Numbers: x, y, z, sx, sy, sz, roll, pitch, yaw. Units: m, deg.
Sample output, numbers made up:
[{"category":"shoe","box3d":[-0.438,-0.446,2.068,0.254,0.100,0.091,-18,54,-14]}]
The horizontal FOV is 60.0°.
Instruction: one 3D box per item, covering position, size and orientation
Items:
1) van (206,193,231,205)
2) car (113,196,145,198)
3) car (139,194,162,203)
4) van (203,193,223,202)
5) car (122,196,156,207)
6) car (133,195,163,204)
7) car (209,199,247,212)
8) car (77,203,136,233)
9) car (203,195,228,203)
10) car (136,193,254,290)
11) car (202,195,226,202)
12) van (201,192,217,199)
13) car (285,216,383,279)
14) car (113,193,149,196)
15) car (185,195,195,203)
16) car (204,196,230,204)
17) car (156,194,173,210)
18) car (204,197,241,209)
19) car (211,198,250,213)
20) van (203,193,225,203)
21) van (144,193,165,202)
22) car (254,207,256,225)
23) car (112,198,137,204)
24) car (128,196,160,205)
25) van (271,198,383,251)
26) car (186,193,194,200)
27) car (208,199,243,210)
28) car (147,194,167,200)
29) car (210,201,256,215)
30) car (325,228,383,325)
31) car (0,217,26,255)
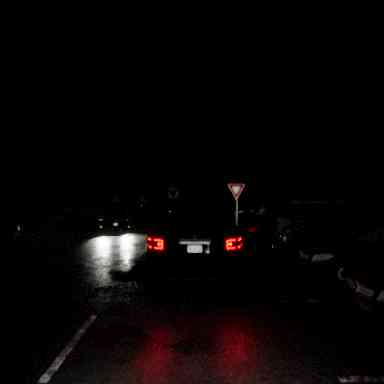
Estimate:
[{"category":"van","box3d":[4.733,1.241,60.295,4.442,1.987,1.878,0,1,0]},{"category":"car","box3d":[-8.411,1.715,43.527,5.008,1.535,2.097,0,1,0]},{"category":"car","box3d":[-8.455,1.252,68.501,4.553,1.767,2.185,0,0,0]},{"category":"van","box3d":[4.694,1.115,74.014,4.442,1.987,1.878,0,0,0]},{"category":"car","box3d":[-8.633,1.545,54.629,5.366,1.575,1.946,0,1,0]},{"category":"car","box3d":[-8.285,1.428,62.956,5.366,1.575,1.946,0,1,0]},{"category":"car","box3d":[4.634,1.746,43.557,4.792,1.488,2.163,0,1,0]},{"category":"car","box3d":[-4.866,1.465,18.266,1.994,1.385,4.181,4,-3,-32]},{"category":"car","box3d":[4.630,1.432,65.708,4.792,1.488,2.163,0,0,0]},{"category":"car","box3d":[0.052,1.176,9.114,2.150,2.045,5.566,0,0,0]},{"category":"car","box3d":[4.591,1.358,71.246,5.008,1.535,2.097,0,0,0]},{"category":"van","box3d":[4.640,0.991,93.531,4.442,1.987,1.878,0,0,0]},{"category":"car","box3d":[5.026,1.480,8.370,4.674,1.452,2.002,0,0,0]},{"category":"car","box3d":[-8.396,1.422,46.299,5.566,2.045,2.435,0,1,0]},{"category":"car","box3d":[-0.398,1.400,69.021,1.837,1.490,4.892,0,1,1]},{"category":"car","box3d":[4.637,1.460,63.069,4.792,1.488,2.163,0,1,0]},{"category":"car","box3d":[-3.987,1.372,49.118,2.150,2.045,5.566,0,1,0]},{"category":"car","box3d":[4.462,1.630,49.096,5.366,1.575,1.946,0,1,0]},{"category":"car","box3d":[4.702,1.630,40.910,4.553,1.767,2.185,0,1,0]},{"category":"van","box3d":[4.485,1.153,68.458,4.442,1.987,1.878,0,0,-1]},{"category":"van","box3d":[-8.385,1.114,74.051,4.442,1.987,1.878,0,0,0]},{"category":"car","box3d":[3.605,1.483,25.226,2.097,1.767,4.553,0,-1,5]},{"category":"car","box3d":[-8.438,1.787,40.751,4.792,1.488,2.163,0,1,0]},{"category":"car","box3d":[-8.649,1.462,60.302,5.366,1.575,1.946,0,1,0]},{"category":"van","box3d":[4.891,1.196,11.041,4.442,1.987,1.878,-1,0,0]},{"category":"car","box3d":[-0.477,1.137,79.473,1.882,1.535,5.008,0,0,0]},{"category":"car","box3d":[4.653,1.714,46.327,4.674,1.452,2.002,0,1,0]},{"category":"car","box3d":[-8.554,1.317,82.380,4.792,1.488,2.163,0,0,0]},{"category":"car","box3d":[4.673,1.797,38.140,5.008,1.535,2.097,0,1,0]},{"category":"car","box3d":[5.031,1.501,5.585,4.674,1.452,2.002,0,0,0]},{"category":"car","box3d":[-8.091,1.450,10.934,4.792,1.488,2.163,0,0,0]}]
